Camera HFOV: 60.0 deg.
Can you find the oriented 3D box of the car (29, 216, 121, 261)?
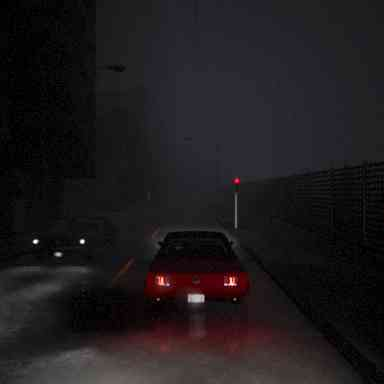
[{"bbox_3d":[-4.072,1.601,12.350,1.895,1.301,4.718,0,0,0],"label":"car"}]

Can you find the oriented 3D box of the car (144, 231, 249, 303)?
[{"bbox_3d":[0.089,1.601,8.123,1.895,1.301,4.718,0,0,0],"label":"car"}]
